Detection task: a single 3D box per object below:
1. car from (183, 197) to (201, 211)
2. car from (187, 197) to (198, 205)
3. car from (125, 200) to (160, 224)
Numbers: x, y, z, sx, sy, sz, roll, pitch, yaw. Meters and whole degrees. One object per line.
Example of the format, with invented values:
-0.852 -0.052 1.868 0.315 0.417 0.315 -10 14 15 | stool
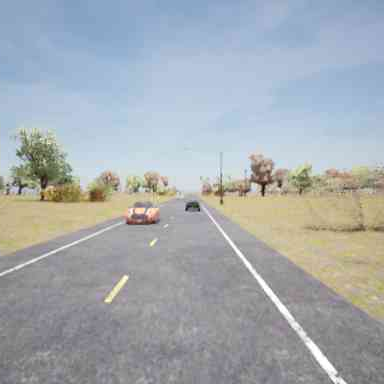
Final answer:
0.109 1.591 43.367 1.837 1.490 4.892 0 0 0 | car
0.112 1.668 61.991 2.033 1.411 5.357 0 0 0 | car
-3.592 1.403 24.885 2.097 1.767 4.553 0 0 0 | car
